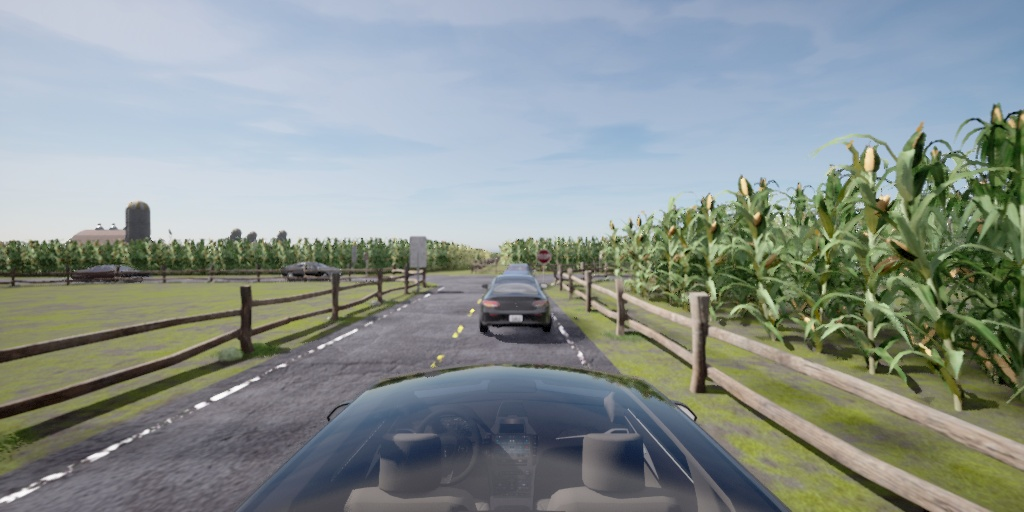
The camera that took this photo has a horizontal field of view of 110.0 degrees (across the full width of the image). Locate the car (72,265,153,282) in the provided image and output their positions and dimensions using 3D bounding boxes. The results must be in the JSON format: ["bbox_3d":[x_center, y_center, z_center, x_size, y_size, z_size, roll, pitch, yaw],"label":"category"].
[{"bbox_3d":[-34.427,1.493,30.970,5.357,1.411,2.033,0,1,0],"label":"car"}]

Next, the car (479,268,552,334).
[{"bbox_3d":[0.076,1.253,10.477,1.812,1.442,4.674,0,0,0],"label":"car"}]

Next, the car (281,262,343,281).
[{"bbox_3d":[-17.217,1.297,31.002,4.902,1.511,2.128,0,1,0],"label":"car"}]

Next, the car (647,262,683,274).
[{"bbox_3d":[14.935,1.110,34.020,4.181,1.385,1.994,0,1,0],"label":"car"}]

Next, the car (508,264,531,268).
[{"bbox_3d":[0.527,1.242,23.729,2.033,1.411,5.357,0,0,7],"label":"car"}]
